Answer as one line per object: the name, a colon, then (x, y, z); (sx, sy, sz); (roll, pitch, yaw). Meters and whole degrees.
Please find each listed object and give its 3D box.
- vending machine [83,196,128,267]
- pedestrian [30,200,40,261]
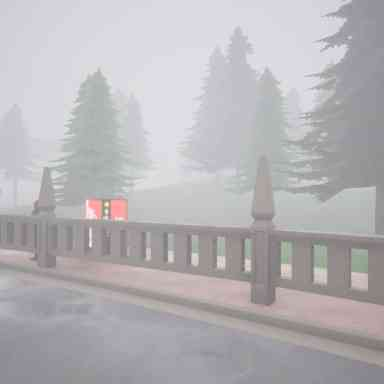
vending machine: (-2.763, 1.195, 10.700); (0.880, 2.100, 1.100); (0, 0, 30)
pedestrian: (-4.723, 1.142, 10.119); (0.375, 1.860, 0.375); (0, 0, 30)
